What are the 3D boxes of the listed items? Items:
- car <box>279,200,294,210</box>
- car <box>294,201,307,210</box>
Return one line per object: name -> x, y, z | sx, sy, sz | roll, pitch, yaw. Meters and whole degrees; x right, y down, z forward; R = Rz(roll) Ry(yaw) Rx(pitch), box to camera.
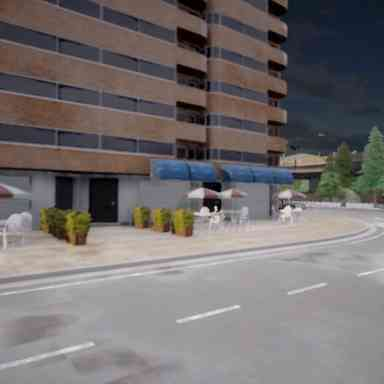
car -> 12.118, 1.993, 48.540 | 1.994, 1.385, 4.181 | 1, -1, -34
car -> 15.155, 1.993, 50.289 | 1.812, 1.442, 4.674 | 1, -1, -34
